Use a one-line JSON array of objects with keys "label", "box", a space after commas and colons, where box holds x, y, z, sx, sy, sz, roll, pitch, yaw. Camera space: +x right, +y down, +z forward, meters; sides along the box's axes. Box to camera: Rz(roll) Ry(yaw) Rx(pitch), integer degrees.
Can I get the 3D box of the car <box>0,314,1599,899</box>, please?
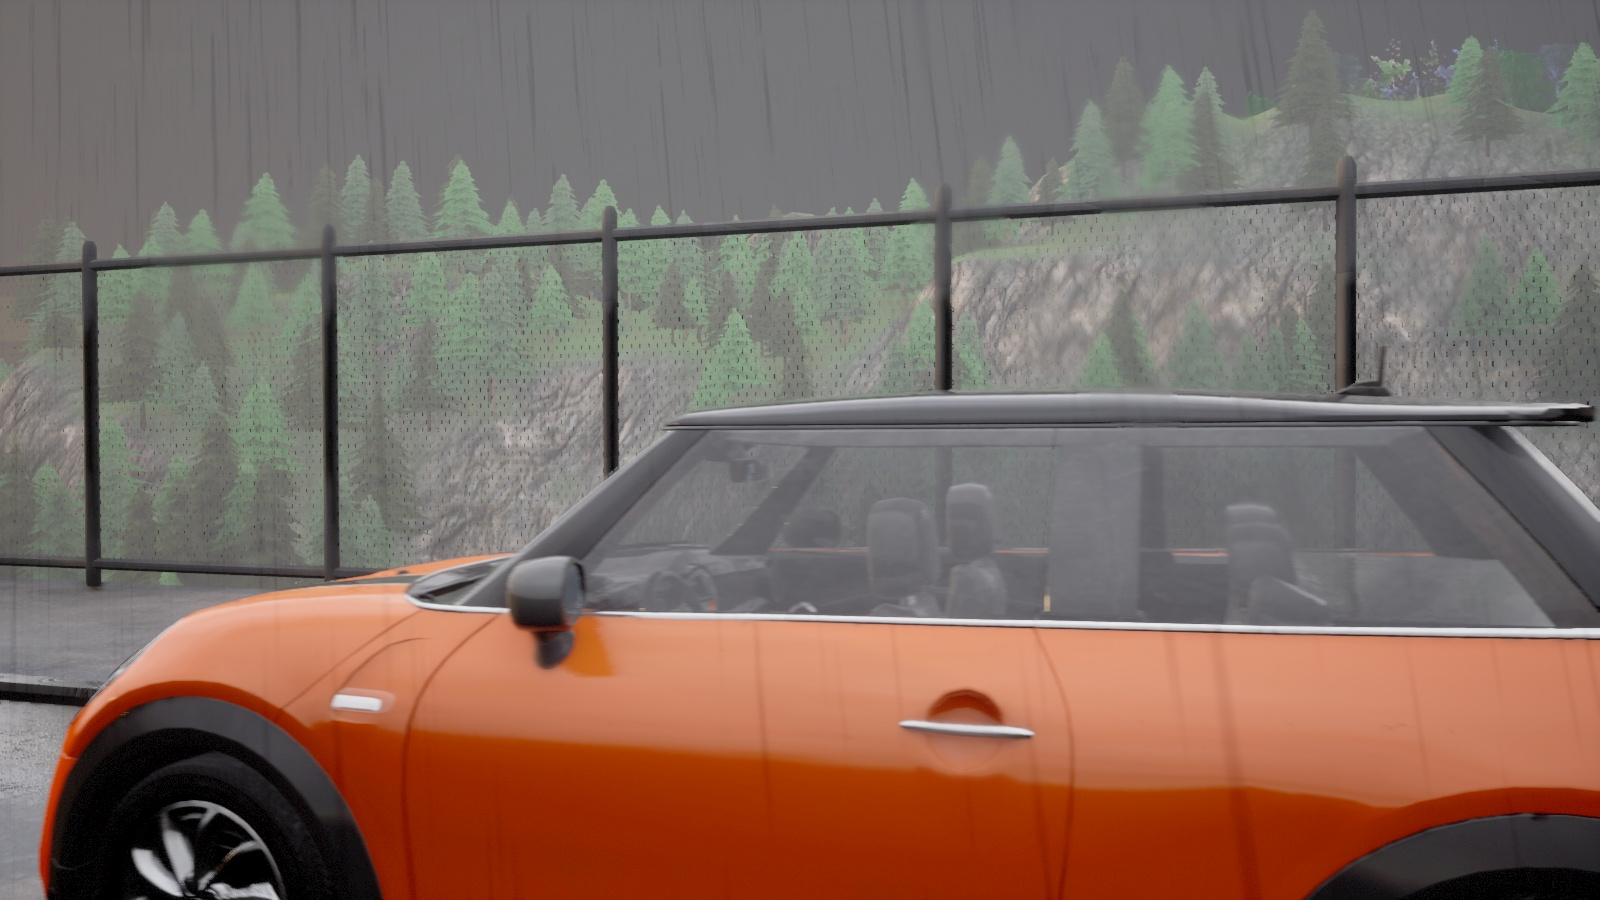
[{"label": "car", "box": [0.071, 0.625, 3.694, 4.553, 1.767, 2.097, 0, 1, 19]}]
